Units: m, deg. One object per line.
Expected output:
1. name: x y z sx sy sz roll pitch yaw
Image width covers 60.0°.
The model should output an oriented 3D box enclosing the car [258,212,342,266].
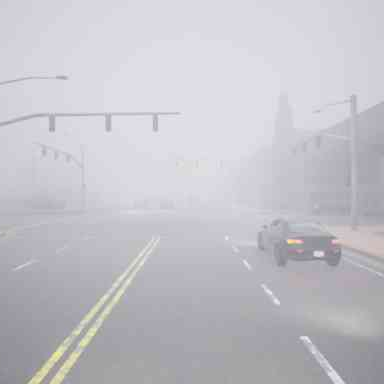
1. car: 3.566 1.585 11.641 1.812 1.442 4.674 0 0 0

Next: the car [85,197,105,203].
1. car: -21.427 1.767 73.492 3.806 1.475 1.970 0 0 0

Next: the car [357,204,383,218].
1. car: 18.263 1.760 31.393 4.718 1.301 1.895 0 0 0

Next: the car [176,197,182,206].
1. car: -3.431 1.871 60.630 1.994 1.385 4.181 0 0 2

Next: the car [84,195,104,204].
1. car: -21.440 1.513 70.598 3.866 1.878 1.905 0 0 0

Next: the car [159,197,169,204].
1. car: -6.425 1.853 77.514 1.882 1.535 5.008 0 0 2

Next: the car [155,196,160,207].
1. car: -7.031 1.855 57.391 1.994 1.385 4.181 0 0 2

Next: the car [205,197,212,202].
1. car: 4.359 1.916 88.214 1.994 1.385 4.181 0 0 2

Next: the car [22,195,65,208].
1. car: -21.471 1.397 48.080 4.605 1.855 1.932 0 0 0

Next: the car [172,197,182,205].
1. car: -3.097 1.859 70.919 1.837 1.490 4.892 0 0 2

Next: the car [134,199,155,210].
1. car: -7.226 1.737 48.480 2.128 1.511 4.902 0 0 1

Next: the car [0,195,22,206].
1. car: -38.960 1.510 70.588 4.605 1.855 1.932 0 0 0

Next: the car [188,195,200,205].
1. car: 0.336 1.547 64.419 2.150 2.045 5.566 0 0 1

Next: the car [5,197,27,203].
1. car: -38.894 1.736 73.483 3.905 1.438 1.784 0 0 0

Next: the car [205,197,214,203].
1. car: 4.102 1.946 78.423 1.994 1.385 4.181 0 0 2

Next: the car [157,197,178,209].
1. car: -3.687 1.857 50.572 1.895 1.301 4.718 0 0 1

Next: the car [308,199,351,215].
1. car: 14.670 1.529 34.908 4.553 1.767 2.097 0 0 0
